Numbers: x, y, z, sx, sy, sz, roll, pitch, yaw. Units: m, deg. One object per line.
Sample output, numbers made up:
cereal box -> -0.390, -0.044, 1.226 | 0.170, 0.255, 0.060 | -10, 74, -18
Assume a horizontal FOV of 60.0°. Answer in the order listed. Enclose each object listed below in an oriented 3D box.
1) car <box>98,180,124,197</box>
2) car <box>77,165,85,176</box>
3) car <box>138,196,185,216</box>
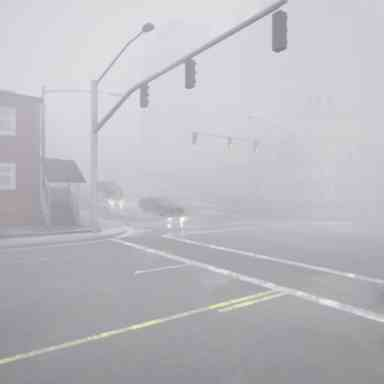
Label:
car -> -9.415, -0.490, 38.055 | 2.128, 1.511, 4.902 | 0, 10, -35
car -> -17.448, -3.327, 49.253 | 2.033, 1.411, 5.357 | 0, 12, -35
car -> -2.768, 1.080, 28.804 | 2.033, 1.411, 5.357 | 0, 5, -36
